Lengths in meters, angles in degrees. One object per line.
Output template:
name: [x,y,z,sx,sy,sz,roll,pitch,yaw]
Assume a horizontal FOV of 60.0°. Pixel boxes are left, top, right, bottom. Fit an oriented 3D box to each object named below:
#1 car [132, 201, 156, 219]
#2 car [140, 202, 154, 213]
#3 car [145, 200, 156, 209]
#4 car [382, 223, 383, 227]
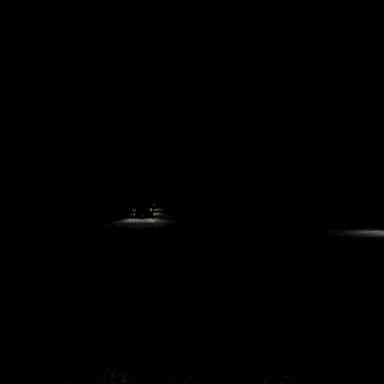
car: [-5.186,1.844,35.427,2.097,1.767,4.553,0,-1,-6]
car: [-6.337,2.182,47.159,1.812,1.442,4.674,0,-1,-5]
car: [-7.705,2.343,61.955,1.882,1.535,5.008,0,-1,-5]
car: [14.374,1.626,19.788,5.357,1.411,2.033,-1,-1,-3]
